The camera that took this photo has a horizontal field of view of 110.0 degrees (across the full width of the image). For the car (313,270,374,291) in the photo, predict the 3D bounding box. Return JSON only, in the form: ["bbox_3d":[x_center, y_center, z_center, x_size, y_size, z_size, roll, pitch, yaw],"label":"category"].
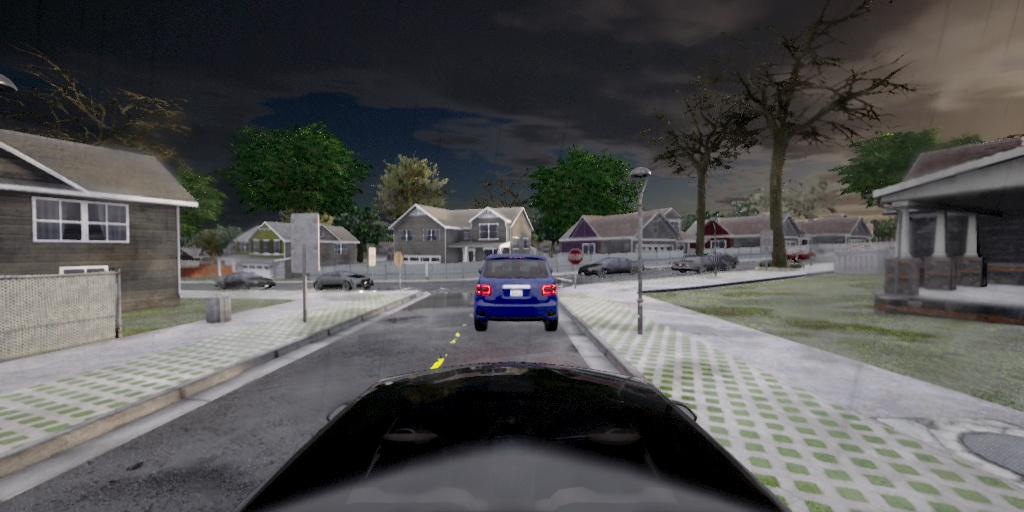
[{"bbox_3d":[-11.919,1.726,25.358,4.181,1.385,1.994,-2,0,21],"label":"car"}]

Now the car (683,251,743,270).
[{"bbox_3d":[18.386,0.363,32.793,5.357,1.411,2.033,-2,2,-25],"label":"car"}]

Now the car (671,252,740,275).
[{"bbox_3d":[14.930,0.615,27.970,5.357,1.411,2.033,-3,2,-24],"label":"car"}]

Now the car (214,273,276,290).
[{"bbox_3d":[-21.864,2.079,29.323,5.357,1.411,2.033,-2,0,22],"label":"car"}]

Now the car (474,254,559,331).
[{"bbox_3d":[0.116,0.958,11.020,2.150,2.045,5.566,0,0,0],"label":"car"}]

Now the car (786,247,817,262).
[{"bbox_3d":[30.417,-0.191,38.415,5.008,1.535,1.882,-2,2,-25],"label":"car"}]

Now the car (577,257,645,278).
[{"bbox_3d":[7.787,0.833,28.001,5.357,1.411,2.033,-3,2,-22],"label":"car"}]

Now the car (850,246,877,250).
[{"bbox_3d":[38.567,-0.376,39.045,4.892,1.490,1.837,-3,2,-25],"label":"car"}]
